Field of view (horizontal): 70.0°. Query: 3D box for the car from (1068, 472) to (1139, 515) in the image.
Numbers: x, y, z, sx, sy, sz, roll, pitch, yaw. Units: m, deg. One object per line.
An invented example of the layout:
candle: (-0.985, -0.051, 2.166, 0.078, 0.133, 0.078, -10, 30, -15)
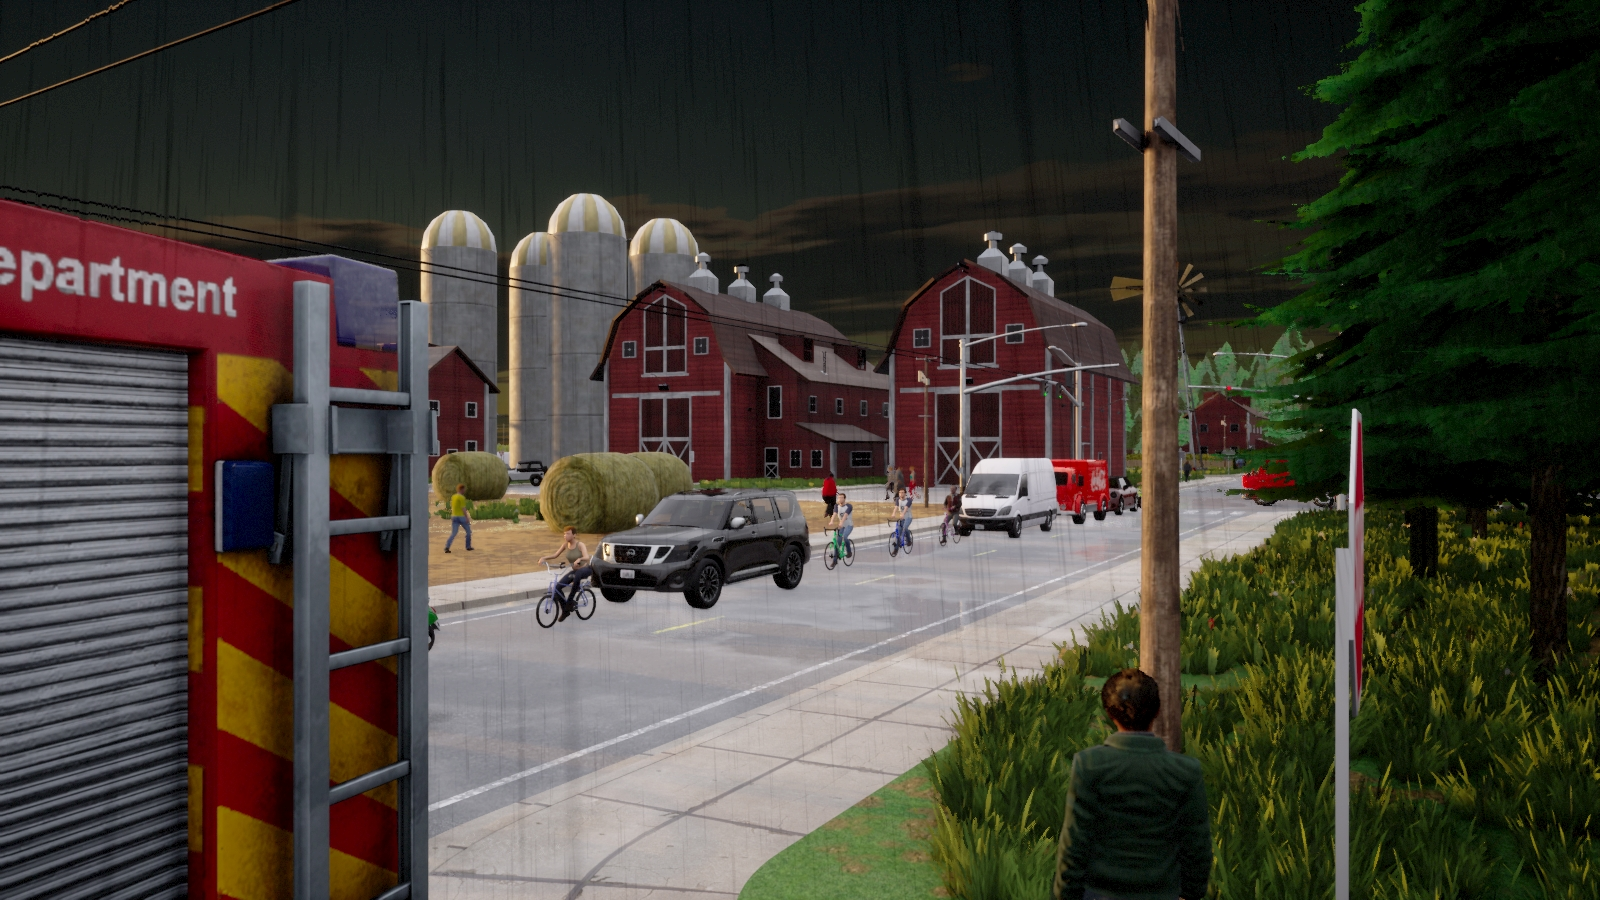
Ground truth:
car: (13.659, 1.903, 51.220, 2.097, 1.767, 4.553, 0, 0, 28)

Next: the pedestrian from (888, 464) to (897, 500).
pedestrian: (4.772, 1.668, 59.048, 0.375, 1.860, 0.375, 0, 0, 20)

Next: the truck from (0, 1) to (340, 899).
truck: (-5.976, 0.867, 3.798, 8.468, 3.827, 2.891, 0, 0, 20)

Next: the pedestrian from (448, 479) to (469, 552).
pedestrian: (-8.835, 1.681, 29.599, 0.375, 1.860, 0.375, 0, 0, 38)

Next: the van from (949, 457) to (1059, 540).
van: (7.066, 1.534, 38.947, 1.988, 2.561, 5.915, 0, 0, 28)

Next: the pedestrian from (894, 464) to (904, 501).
pedestrian: (5.061, 1.670, 58.234, 0.375, 1.860, 0.375, 0, 0, 27)

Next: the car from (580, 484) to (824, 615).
car: (-1.717, 1.779, 22.428, 2.150, 2.045, 5.566, 0, 0, 27)

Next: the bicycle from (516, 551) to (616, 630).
bicycle: (-3.786, 2.256, 18.580, 0.859, 1.080, 1.487, 0, 0, 28)

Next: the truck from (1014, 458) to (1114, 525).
truck: (10.557, 1.568, 45.373, 2.627, 2.467, 5.204, 0, 0, 28)

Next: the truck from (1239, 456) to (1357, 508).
truck: (24.747, 1.548, 56.763, 5.204, 2.467, 2.627, 0, 0, 27)

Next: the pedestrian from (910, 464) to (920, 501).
pedestrian: (5.935, 1.670, 59.024, 0.375, 1.860, 0.375, 0, 0, 25)

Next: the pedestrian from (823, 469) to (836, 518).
pedestrian: (1.128, 1.678, 43.835, 0.375, 1.860, 0.375, 0, 0, 37)

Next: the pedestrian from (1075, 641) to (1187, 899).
pedestrian: (1.195, 1.663, 4.153, 0.375, 1.860, 0.375, 0, 0, 14)
